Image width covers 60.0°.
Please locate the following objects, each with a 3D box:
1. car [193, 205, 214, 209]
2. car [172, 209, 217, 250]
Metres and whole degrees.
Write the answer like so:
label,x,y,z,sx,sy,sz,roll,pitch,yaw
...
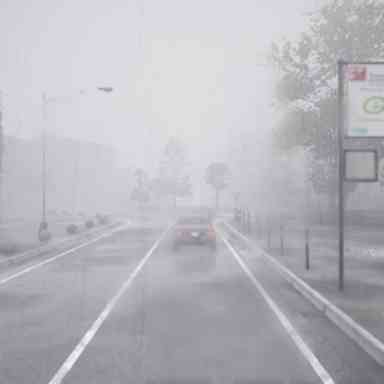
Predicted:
label,x,y,z,sx,sy,sz,roll,pitch,yaw
car,0.985,1.904,30.250,1.994,1.385,4.181,0,0,11
car,0.100,1.682,15.048,2.033,1.411,5.357,0,-1,0
